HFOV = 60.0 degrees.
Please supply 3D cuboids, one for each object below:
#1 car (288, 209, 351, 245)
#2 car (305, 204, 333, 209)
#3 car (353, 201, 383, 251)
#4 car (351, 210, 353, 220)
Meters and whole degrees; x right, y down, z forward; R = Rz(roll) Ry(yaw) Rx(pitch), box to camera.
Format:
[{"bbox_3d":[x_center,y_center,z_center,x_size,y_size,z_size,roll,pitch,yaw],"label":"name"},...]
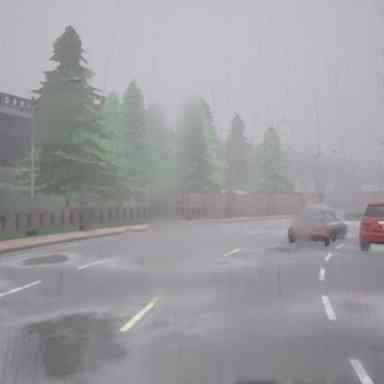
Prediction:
[{"bbox_3d":[6.426,1.774,16.861,1.994,1.385,4.181,0,-1,36],"label":"car"},{"bbox_3d":[12.104,1.923,32.122,4.674,1.442,1.812,1,-1,-39],"label":"car"},{"bbox_3d":[8.849,1.414,14.528,2.150,2.045,5.566,0,0,36],"label":"car"},{"bbox_3d":[16.188,1.941,30.897,5.357,1.411,2.033,1,-1,-38],"label":"car"}]
